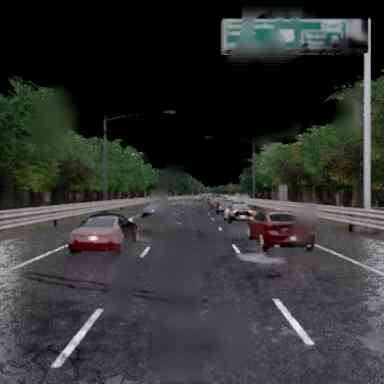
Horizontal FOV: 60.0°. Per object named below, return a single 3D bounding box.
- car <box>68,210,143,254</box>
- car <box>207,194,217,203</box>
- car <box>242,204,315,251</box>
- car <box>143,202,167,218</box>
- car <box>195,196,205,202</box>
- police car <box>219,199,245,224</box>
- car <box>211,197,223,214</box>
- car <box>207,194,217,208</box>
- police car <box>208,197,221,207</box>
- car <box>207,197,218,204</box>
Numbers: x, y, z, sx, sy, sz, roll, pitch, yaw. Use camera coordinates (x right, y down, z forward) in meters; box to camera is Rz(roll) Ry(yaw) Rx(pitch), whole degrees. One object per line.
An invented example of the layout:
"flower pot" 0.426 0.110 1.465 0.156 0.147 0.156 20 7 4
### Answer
"car" -3.404 1.568 13.476 1.994 1.385 4.181 0 0 0
"car" 4.761 1.573 79.905 2.150 2.045 5.566 0 -1 3
"car" 3.597 1.484 14.197 1.882 1.535 5.008 0 0 0
"car" -3.400 1.607 30.895 1.994 1.385 4.181 0 0 0
"car" 1.735 1.860 88.841 2.033 1.411 5.357 0 -1 4
"police car" 3.491 1.533 25.332 2.038 1.542 4.974 0 0 0
"car" 3.511 1.611 36.273 2.033 1.411 5.357 0 0 0
"car" 3.643 1.465 47.148 2.097 1.767 4.553 0 0 1
"police car" 3.896 1.681 58.080 2.038 1.542 4.974 0 0 2
"car" 4.269 1.759 69.008 2.163 1.488 4.792 0 0 2
